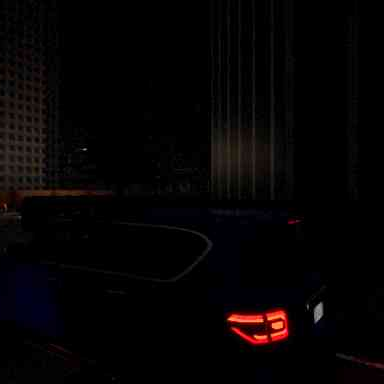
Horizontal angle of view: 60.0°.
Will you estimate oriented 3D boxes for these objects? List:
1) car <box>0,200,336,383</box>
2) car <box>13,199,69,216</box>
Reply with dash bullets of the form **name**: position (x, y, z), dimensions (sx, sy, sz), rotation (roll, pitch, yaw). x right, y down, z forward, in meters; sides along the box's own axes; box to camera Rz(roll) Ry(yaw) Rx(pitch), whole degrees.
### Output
- **car**: position (-0.992, 1.221, 4.694), dimensions (5.566, 2.045, 2.150), rotation (0, 0, 35)
- **car**: position (-15.443, 1.533, 34.374), dimensions (1.882, 1.535, 5.008), rotation (0, 0, 35)
